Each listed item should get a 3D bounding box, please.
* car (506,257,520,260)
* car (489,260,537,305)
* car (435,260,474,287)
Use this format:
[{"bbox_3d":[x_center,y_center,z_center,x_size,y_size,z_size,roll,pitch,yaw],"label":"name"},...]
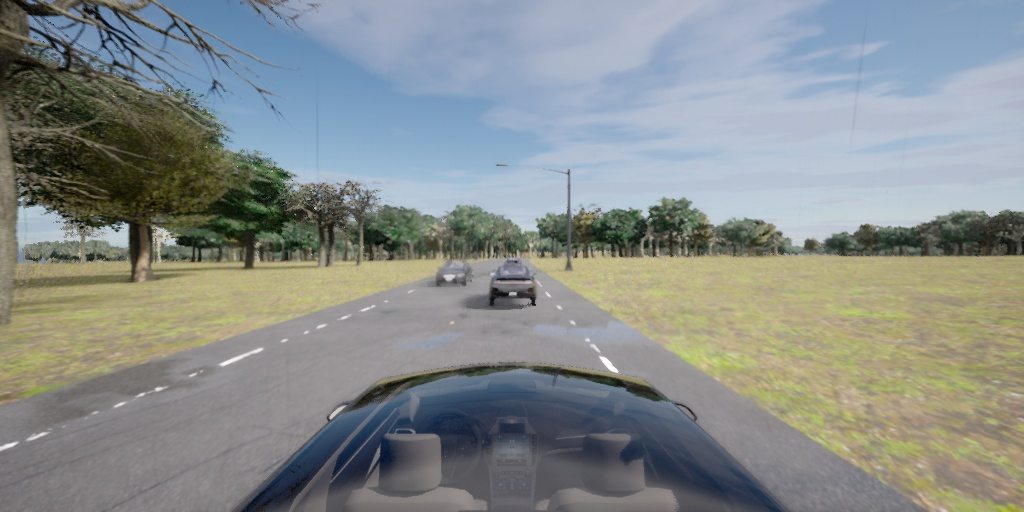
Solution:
[{"bbox_3d":[0.096,0.835,38.043,2.128,1.511,4.902,0,1,0],"label":"car"},{"bbox_3d":[0.051,1.130,15.326,2.128,1.511,4.902,0,1,0],"label":"car"},{"bbox_3d":[-3.537,1.039,22.685,2.128,1.511,4.902,0,1,1],"label":"car"}]
